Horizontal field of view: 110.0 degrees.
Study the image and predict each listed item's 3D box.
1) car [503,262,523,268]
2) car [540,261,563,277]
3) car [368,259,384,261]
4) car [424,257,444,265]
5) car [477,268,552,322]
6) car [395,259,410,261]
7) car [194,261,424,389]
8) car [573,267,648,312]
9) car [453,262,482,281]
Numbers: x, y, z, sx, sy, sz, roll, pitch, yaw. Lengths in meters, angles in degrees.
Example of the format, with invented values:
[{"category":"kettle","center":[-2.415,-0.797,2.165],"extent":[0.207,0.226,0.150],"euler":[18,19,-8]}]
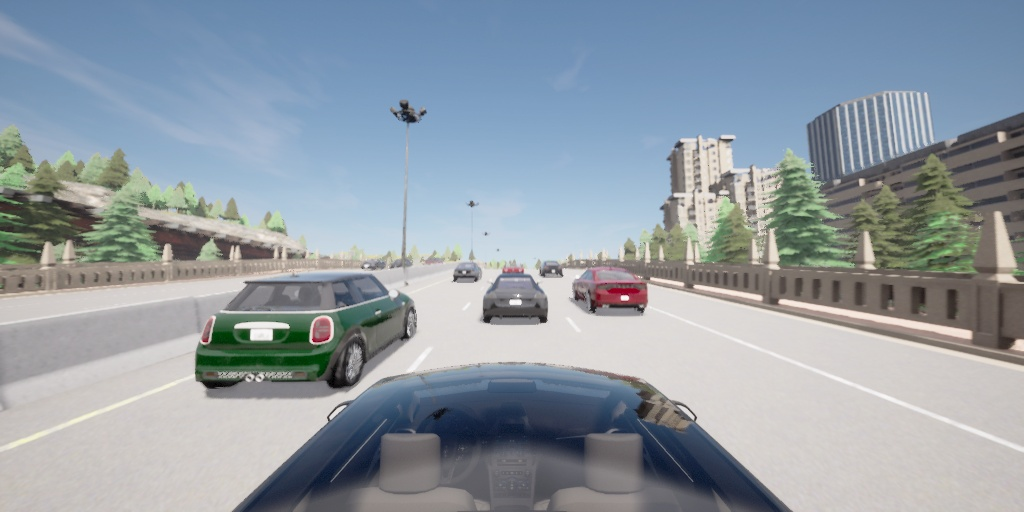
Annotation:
[{"category":"car","center":[0.100,1.226,31.931],"extent":[1.895,1.301,4.718],"euler":[0,0,0]},{"category":"car","center":[3.600,1.144,33.424],"extent":[1.812,1.442,4.674],"euler":[0,0,0]},{"category":"car","center":[-17.586,1.075,45.752],"extent":[2.128,1.511,4.902],"euler":[0,0,0]},{"category":"car","center":[-10.573,0.962,48.112],"extent":[2.097,1.767,4.553],"euler":[0,-1,0]},{"category":"car","center":[0.100,1.271,12.110],"extent":[1.994,1.385,4.181],"euler":[0,0,0]},{"category":"car","center":[-14.083,1.086,45.840],"extent":[1.837,1.490,4.892],"euler":[0,0,0]},{"category":"car","center":[-3.400,1.081,6.995],"extent":[2.097,1.767,4.553],"euler":[0,0,0]},{"category":"car","center":[3.600,1.177,13.909],"extent":[1.882,1.535,5.008],"euler":[0,0,0]},{"category":"car","center":[-3.400,1.189,28.034],"extent":[2.033,1.411,5.357],"euler":[0,0,0]}]
